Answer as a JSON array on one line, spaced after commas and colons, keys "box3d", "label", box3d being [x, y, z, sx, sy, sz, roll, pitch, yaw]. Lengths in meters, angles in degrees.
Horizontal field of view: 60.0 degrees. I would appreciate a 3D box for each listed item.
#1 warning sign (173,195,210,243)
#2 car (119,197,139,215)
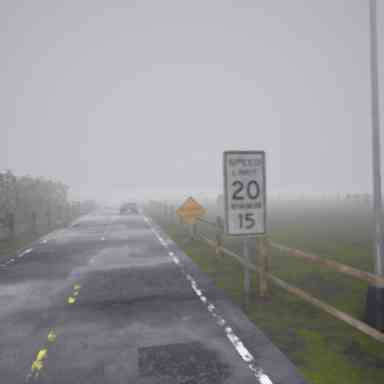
[{"box3d": [-0.033, 1.093, 13.858, 1.300, 1.860, 1.060, -2, 0, -11], "label": "warning sign"}, {"box3d": [-6.865, 1.614, 36.283, 1.837, 1.490, 4.892, -1, 0, -11], "label": "car"}]
